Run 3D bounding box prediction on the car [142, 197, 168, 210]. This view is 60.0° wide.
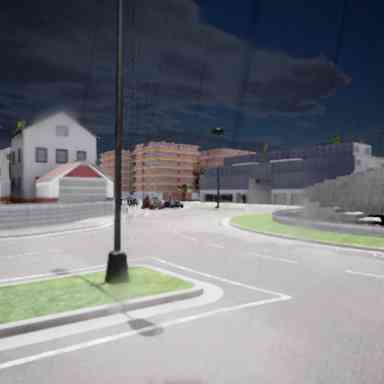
[{"bbox_3d":[-5.579,1.565,47.788,2.097,1.767,4.553,1,0,-27],"label":"car"}]

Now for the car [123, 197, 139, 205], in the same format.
[{"bbox_3d":[-11.854,1.737,63.803,2.128,1.511,4.902,1,0,-37],"label":"car"}]

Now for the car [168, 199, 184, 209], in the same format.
[{"bbox_3d":[-2.804,1.815,50.052,1.994,1.385,4.181,1,0,-26],"label":"car"}]
